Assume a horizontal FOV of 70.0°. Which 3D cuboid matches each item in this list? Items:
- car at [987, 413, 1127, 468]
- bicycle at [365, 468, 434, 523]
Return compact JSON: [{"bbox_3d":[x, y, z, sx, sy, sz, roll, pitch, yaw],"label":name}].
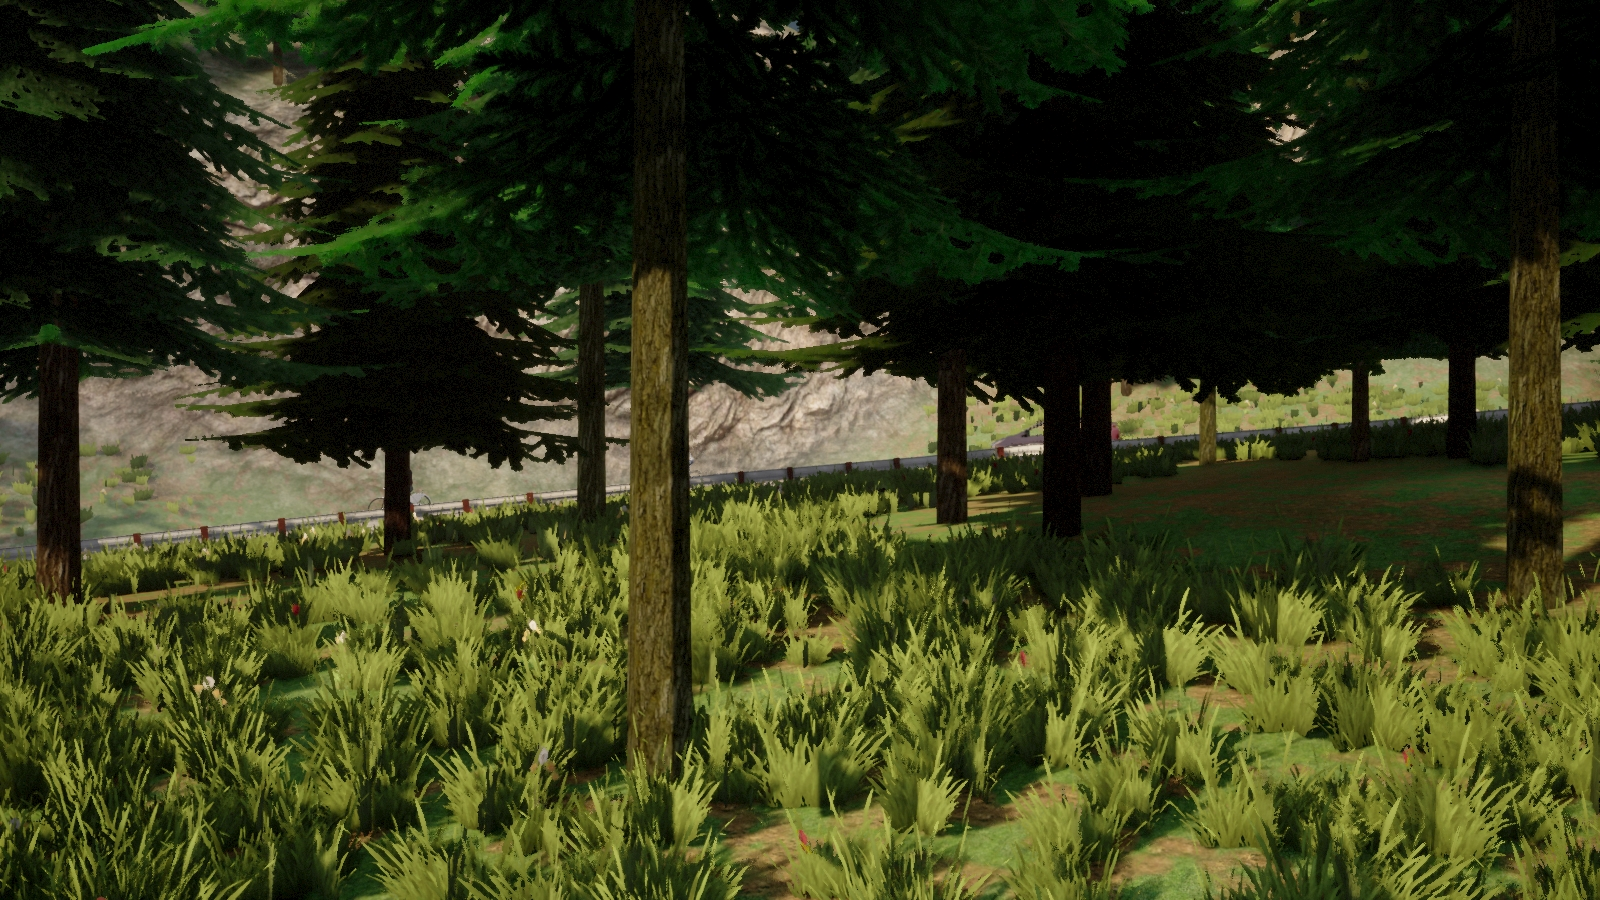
[{"bbox_3d":[8.888,-0.323,39.703,4.514,1.525,2.007,-4,-1,11],"label":"car"},{"bbox_3d":[-12.075,1.355,34.490,1.835,1.471,0.329,-5,2,-29],"label":"bicycle"}]
